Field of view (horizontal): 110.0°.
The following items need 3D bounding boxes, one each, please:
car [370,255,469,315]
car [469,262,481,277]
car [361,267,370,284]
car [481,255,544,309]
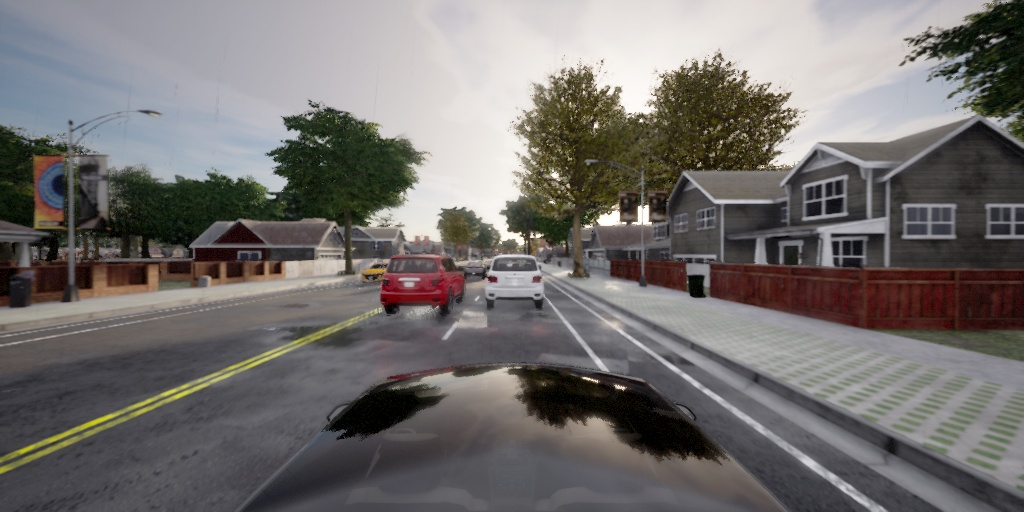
[{"bbox_3d":[-3.154,0.970,13.680,2.150,2.045,5.566,0,0,0],"label":"car"},{"bbox_3d":[-3.159,1.247,32.122,2.128,1.511,4.902,0,0,0],"label":"car"},{"bbox_3d":[-9.840,1.231,27.485,1.882,1.535,5.008,0,0,0],"label":"car"},{"bbox_3d":[0.095,0.970,15.115,2.150,2.045,5.566,0,0,0],"label":"car"}]
